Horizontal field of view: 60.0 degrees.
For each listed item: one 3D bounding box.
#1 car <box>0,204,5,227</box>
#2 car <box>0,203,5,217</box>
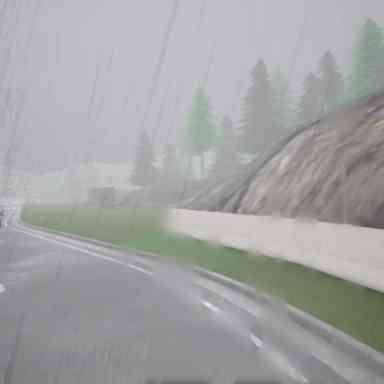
[{"bbox_3d":[-15.330,1.905,24.760,2.033,1.411,5.357,-2,0,-34],"label":"car"},{"bbox_3d":[-23.028,2.061,38.809,1.812,1.442,4.674,-1,0,-27],"label":"car"}]
